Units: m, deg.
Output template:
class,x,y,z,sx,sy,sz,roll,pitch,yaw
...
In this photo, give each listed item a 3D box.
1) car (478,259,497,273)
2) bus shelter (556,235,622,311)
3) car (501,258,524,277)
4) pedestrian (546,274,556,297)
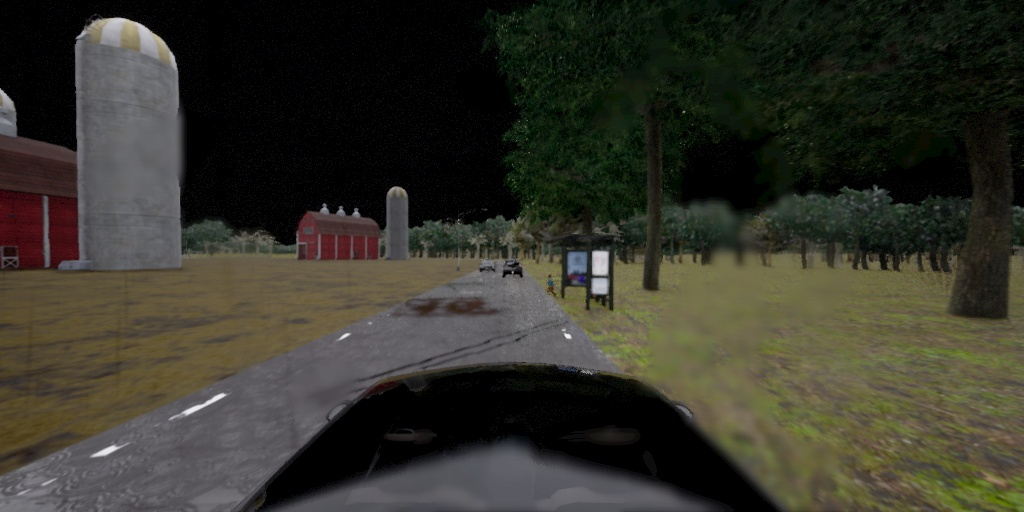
class,x,y,z,sx,sy,sz,roll,pitch,yaw
car,-2.833,1.150,42.446,1.837,1.490,4.892,0,0,0
bus shelter,3.125,0.584,15.104,1.920,2.740,3.880,0,0,0
car,0.072,1.166,33.462,1.837,1.490,4.892,0,0,0
pedestrian,1.860,1.377,16.914,0.500,1.100,0.500,-1,1,-5
